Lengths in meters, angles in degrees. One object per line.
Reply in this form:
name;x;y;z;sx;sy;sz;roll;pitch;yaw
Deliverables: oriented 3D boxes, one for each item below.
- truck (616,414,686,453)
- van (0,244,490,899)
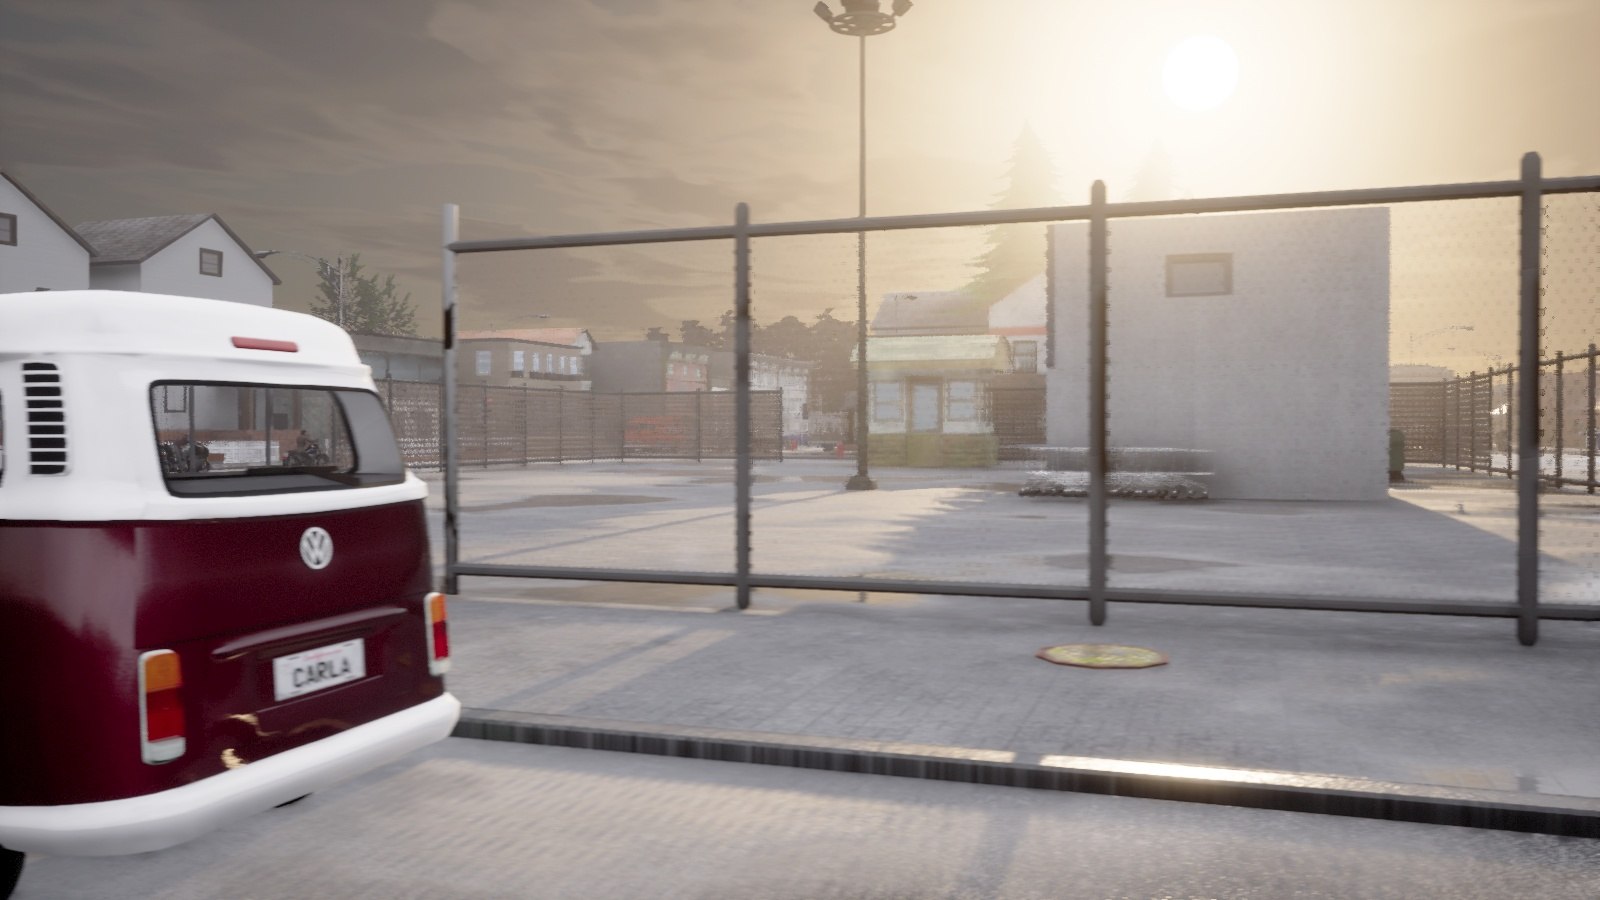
truck;-9.756;-1.088;82.752;2.627;2.467;5.204;1;1;19
van;-3.747;0.445;4.978;4.480;2.038;2.069;1;1;19
